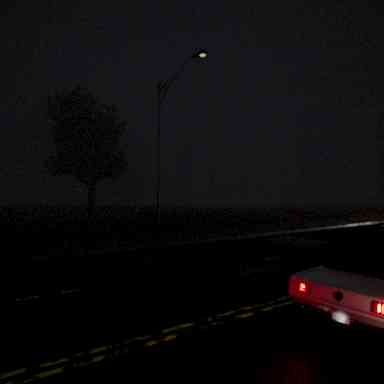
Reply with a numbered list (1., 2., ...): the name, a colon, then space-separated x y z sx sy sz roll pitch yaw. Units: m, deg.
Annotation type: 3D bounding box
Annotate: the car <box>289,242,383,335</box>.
1. car: 4.070 1.647 6.395 4.718 1.301 1.895 0 0 -36
